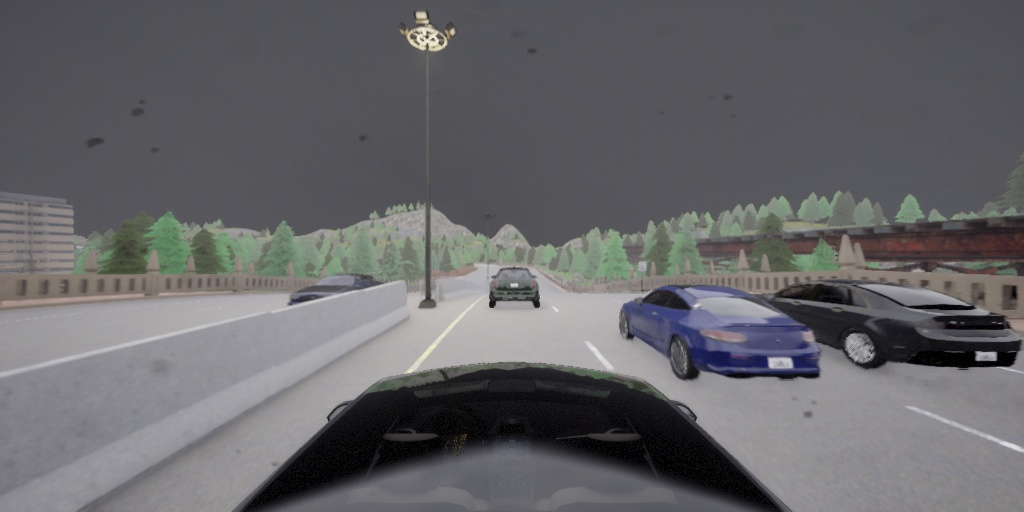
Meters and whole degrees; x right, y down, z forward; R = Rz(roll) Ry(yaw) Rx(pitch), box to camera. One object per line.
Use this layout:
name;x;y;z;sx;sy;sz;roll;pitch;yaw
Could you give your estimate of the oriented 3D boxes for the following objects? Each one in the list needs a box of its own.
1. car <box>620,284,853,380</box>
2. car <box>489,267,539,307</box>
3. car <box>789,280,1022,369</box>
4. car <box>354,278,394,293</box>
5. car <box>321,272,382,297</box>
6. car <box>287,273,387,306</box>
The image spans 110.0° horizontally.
car;3.599;1.277;7.110;1.812;1.442;4.674;0;0;0
car;0.095;1.325;16.825;2.097;1.767;4.553;0;-2;0
car;7.099;1.260;7.791;1.837;1.490;4.892;0;0;0
car;-14.098;3.122;37.041;2.033;1.411;5.357;0;-6;0
car;-10.604;1.895;24.168;1.837;1.490;4.892;0;-4;0
car;-7.104;1.469;15.297;2.033;1.411;5.357;0;-2;0
